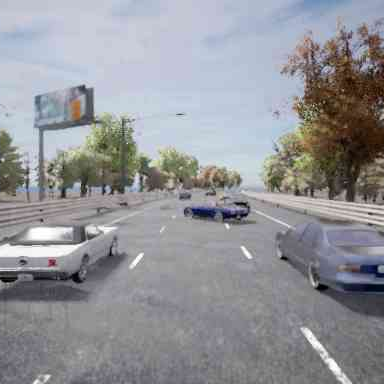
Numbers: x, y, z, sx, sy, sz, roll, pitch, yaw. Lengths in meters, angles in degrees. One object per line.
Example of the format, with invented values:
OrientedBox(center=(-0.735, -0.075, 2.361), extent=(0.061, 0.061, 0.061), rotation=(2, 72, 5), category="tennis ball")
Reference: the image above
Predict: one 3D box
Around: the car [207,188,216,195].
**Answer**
OrientedBox(center=(5.401, -0.176, 90.754), extent=(2.150, 2.045, 5.566), rotation=(0, 1, 7), category="car")

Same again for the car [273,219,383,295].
OrientedBox(center=(3.552, 1.408, 8.567), extent=(2.033, 1.411, 5.357), rotation=(0, 1, 1), category="car")

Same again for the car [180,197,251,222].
OrientedBox(center=(1.467, 1.233, 22.315), extent=(1.895, 1.301, 4.718), rotation=(-1, 1, -40), category="car")

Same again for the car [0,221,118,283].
OrientedBox(center=(-3.409, 1.444, 9.103), extent=(1.895, 1.301, 4.718), rotation=(0, 1, 1), category="car")

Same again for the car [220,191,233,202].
OrientedBox(center=(5.300, 0.650, 52.031), extent=(1.882, 1.535, 5.008), rotation=(0, 1, 4), category="car")

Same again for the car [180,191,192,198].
OrientedBox(center=(-1.073, 0.524, 59.709), extent=(2.128, 1.511, 4.902), rotation=(1, 1, 5), category="car")

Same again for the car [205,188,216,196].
OrientedBox(center=(4.355, 0.256, 81.460), extent=(1.812, 1.442, 4.674), rotation=(0, 1, 6), category="car")

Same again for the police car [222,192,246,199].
OrientedBox(center=(4.122, 1.012, 30.311), extent=(2.038, 1.542, 4.974), rotation=(0, 1, 2), category="police car")

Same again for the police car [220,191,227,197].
OrientedBox(center=(4.641, 0.761, 41.284), extent=(1.930, 1.638, 5.238), rotation=(0, 1, 3), category="police car")
